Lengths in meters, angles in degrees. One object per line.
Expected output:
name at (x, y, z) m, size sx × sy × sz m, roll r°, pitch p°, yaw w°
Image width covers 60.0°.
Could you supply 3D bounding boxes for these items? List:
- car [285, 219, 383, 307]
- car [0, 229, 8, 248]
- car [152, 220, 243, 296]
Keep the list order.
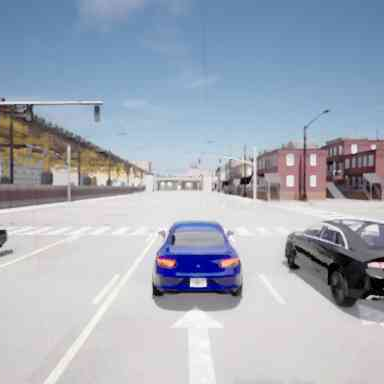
car at (3.610, 1.376, 7.681) m, size 2.128 × 1.511 × 4.902 m, roll 0°, pitch 1°, yaw -1°
car at (-7.050, 1.468, 8.821) m, size 1.895 × 1.301 × 4.718 m, roll 0°, pitch 1°, yaw 1°
car at (0.107, 1.403, 8.174) m, size 1.812 × 1.442 × 4.674 m, roll 0°, pitch 1°, yaw 0°
